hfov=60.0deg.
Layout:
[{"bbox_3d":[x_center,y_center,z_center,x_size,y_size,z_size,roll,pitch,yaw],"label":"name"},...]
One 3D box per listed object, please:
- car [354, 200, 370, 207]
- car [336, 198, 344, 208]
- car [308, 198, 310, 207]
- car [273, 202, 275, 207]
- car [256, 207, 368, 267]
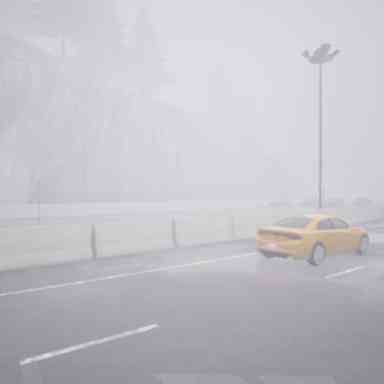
[{"bbox_3d":[23.585,1.466,45.984,2.097,1.767,4.553,0,0,39],"label":"car"},{"bbox_3d":[20.551,1.595,47.792,1.882,1.535,5.008,0,0,39],"label":"car"},{"bbox_3d":[17.788,1.629,49.926,1.837,1.490,4.892,0,-1,39],"label":"car"},{"bbox_3d":[13.429,1.722,50.121,1.895,1.301,4.718,0,0,40],"label":"car"},{"bbox_3d":[4.384,1.507,11.729,5.008,1.535,1.882,0,0,-39],"label":"car"}]
